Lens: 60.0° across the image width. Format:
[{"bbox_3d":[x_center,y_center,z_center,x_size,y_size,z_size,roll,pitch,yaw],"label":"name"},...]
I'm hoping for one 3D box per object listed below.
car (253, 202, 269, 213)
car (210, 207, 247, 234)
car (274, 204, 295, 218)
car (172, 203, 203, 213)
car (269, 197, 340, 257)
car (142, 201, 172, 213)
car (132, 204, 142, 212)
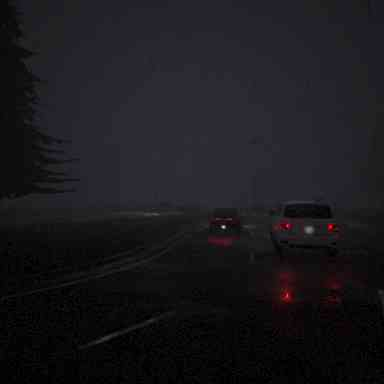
[{"bbox_3d":[9.351,2.029,44.239,1.812,1.442,4.674,0,-1,21],"label":"car"},{"bbox_3d":[2.337,1.757,21.303,1.837,1.490,4.892,0,-1,13],"label":"car"},{"bbox_3d":[10.033,2.000,35.767,1.895,1.301,4.718,0,-1,19],"label":"car"},{"bbox_3d":[-0.356,2.160,46.129,1.895,1.301,4.718,-1,-1,30],"label":"car"},{"bbox_3d":[4.516,1.377,13.918,2.150,2.045,5.566,0,-1,11],"label":"car"},{"bbox_3d":[-4.361,2.080,46.236,1.837,1.490,4.892,0,-1,31],"label":"car"},{"bbox_3d":[-6.659,2.219,49.200,1.895,1.301,4.718,-1,-1,30],"label":"car"}]
